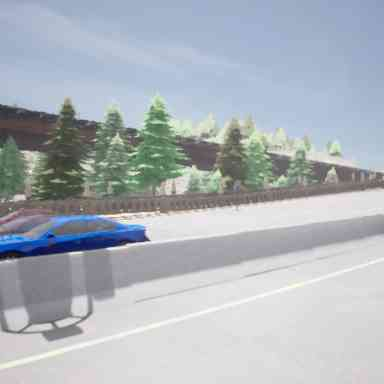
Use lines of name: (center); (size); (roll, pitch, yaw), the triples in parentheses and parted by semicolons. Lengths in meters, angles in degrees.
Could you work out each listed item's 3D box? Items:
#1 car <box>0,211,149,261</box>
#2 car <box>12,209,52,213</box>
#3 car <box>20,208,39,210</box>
car: (-3.712, 1.468, 9.941); (5.008, 1.535, 1.882); (-1, 0, -35)
car: (-5.837, 1.540, 12.725); (5.357, 1.411, 2.033); (0, 0, -35)
car: (-7.860, 1.518, 15.581); (4.674, 1.442, 1.812); (-1, 0, -35)
